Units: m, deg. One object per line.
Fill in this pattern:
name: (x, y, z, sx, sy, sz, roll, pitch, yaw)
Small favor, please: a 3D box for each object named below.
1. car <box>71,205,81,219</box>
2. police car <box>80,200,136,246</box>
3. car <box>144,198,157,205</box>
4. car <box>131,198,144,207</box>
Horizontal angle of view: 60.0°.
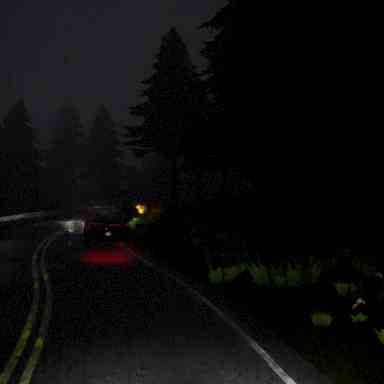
car: (-8.608, 1.457, 29.122, 1.882, 1.535, 5.008, -2, 0, 12)
police car: (-4.034, 1.419, 15.657, 1.930, 1.638, 5.238, 0, 0, -16)
car: (-4.338, 1.288, 30.287, 1.801, 1.575, 5.366, -2, 0, 14)
car: (-5.133, 1.434, 24.642, 1.812, 1.442, 4.674, -1, 1, 2)
